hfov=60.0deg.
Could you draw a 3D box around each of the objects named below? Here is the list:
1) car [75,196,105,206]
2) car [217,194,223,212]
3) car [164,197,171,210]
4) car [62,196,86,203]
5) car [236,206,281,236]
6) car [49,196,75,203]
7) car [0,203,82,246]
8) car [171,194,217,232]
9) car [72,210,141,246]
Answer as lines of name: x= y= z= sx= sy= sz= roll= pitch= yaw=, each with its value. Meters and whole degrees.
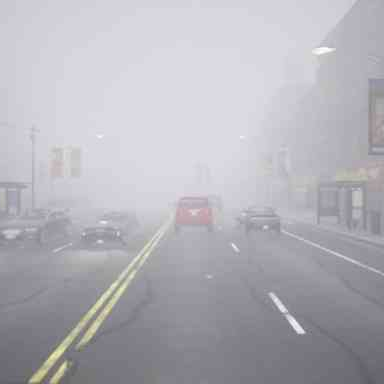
car: x=-17.201 y=1.574 z=56.061 sx=4.674 sy=1.442 sz=1.812 roll=0 pitch=0 yaw=39
car: x=1.906 y=1.255 z=39.588 sx=2.150 sy=2.045 sz=5.566 roll=0 pitch=0 yaw=-15
car: x=-1.800 y=1.512 z=39.712 sx=1.882 sy=1.535 sz=5.008 roll=0 pitch=0 yaw=-16
car: x=-25.740 y=1.583 z=72.423 sx=4.674 sy=1.452 sz=2.002 roll=0 pitch=0 yaw=20
car: x=3.604 y=1.507 z=18.674 sx=2.128 sy=1.511 sz=4.902 roll=0 pitch=0 yaw=0
car: x=-21.492 y=1.649 z=54.911 sx=4.718 sy=1.301 sz=1.895 roll=0 pitch=0 yaw=35
car: x=-7.112 y=1.505 z=15.491 sx=2.128 sy=1.511 sz=4.902 roll=0 pitch=0 yaw=0
car: x=0.103 y=1.239 z=20.121 sx=2.150 sy=2.045 sz=5.566 roll=0 pitch=0 yaw=0
car: x=-3.597 y=1.561 z=15.699 sx=2.033 sy=1.411 sz=5.357 roll=0 pitch=0 yaw=0
